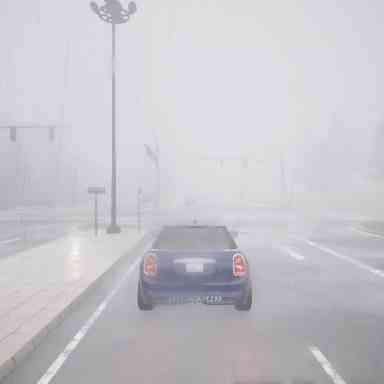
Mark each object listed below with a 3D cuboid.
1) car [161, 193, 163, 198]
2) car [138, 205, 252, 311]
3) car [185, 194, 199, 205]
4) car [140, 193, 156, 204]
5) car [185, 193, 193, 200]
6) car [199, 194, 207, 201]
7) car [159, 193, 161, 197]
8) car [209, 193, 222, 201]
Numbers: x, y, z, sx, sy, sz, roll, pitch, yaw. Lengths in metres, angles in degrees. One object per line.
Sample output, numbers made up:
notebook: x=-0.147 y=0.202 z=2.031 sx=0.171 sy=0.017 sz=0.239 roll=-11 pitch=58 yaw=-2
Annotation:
car: x=-8.802 y=1.115 z=89.826 sx=1.837 sy=1.490 sz=4.892 roll=0 pitch=0 yaw=-1
car: x=0.063 y=1.352 z=7.946 sx=2.097 sy=1.767 sz=4.553 roll=0 pitch=0 yaw=0
car: x=-0.210 y=1.526 z=54.766 sx=1.812 sy=1.442 sz=4.674 roll=0 pitch=0 yaw=-1
car: x=-8.407 y=1.220 z=62.927 sx=2.150 sy=2.045 sz=5.566 roll=0 pitch=0 yaw=-1
car: x=-0.899 y=1.189 z=95.625 sx=2.150 sy=2.045 sz=5.566 roll=0 pitch=0 yaw=-1
car: x=2.775 y=1.513 z=85.331 sx=1.812 sy=1.442 sz=4.674 roll=0 pitch=0 yaw=-1
car: x=-8.549 y=1.500 z=74.767 sx=1.837 sy=1.490 sz=4.892 roll=0 pitch=0 yaw=-1
car: x=6.280 y=1.215 z=85.063 sx=2.150 sy=2.045 sz=5.566 roll=0 pitch=0 yaw=-1
